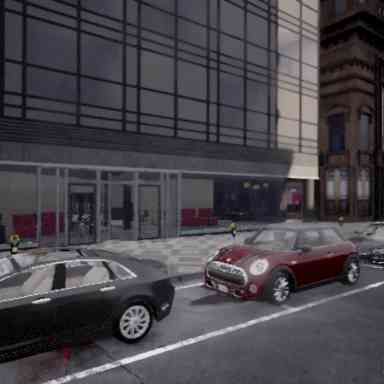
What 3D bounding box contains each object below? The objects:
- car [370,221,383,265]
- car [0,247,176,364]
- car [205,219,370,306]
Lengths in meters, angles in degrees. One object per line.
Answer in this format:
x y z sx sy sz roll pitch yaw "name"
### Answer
6.870 1.701 11.437 4.403 1.369 2.008 1 -1 -35 "car"
-2.327 1.561 4.878 4.403 1.369 2.008 1 -1 -35 "car"
2.272 1.520 8.159 4.097 1.590 1.967 1 -1 -35 "car"
